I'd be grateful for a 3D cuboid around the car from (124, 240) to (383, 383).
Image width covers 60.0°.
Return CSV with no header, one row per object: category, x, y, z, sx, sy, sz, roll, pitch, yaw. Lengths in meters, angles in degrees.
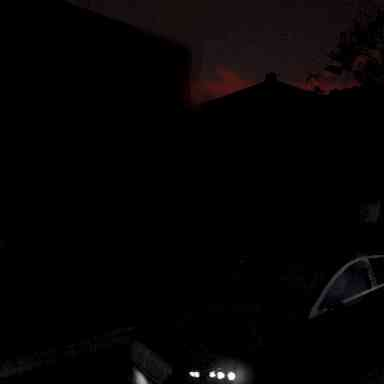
car,1.538,1.484,4.475,4.902,1.511,2.128,0,0,-36
